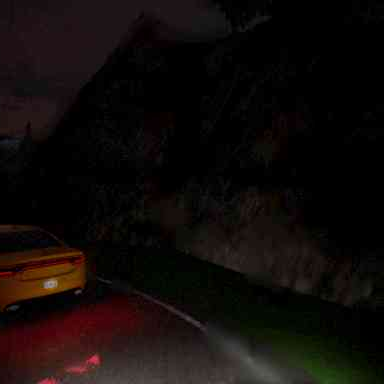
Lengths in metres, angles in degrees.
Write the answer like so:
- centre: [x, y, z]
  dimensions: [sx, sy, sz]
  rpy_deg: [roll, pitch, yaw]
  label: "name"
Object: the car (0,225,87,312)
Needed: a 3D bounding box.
- centre: [-4.347, 1.478, 7.518]
  dimensions: [5.008, 1.535, 1.882]
  rpy_deg: [0, 0, 42]
  label: "car"
